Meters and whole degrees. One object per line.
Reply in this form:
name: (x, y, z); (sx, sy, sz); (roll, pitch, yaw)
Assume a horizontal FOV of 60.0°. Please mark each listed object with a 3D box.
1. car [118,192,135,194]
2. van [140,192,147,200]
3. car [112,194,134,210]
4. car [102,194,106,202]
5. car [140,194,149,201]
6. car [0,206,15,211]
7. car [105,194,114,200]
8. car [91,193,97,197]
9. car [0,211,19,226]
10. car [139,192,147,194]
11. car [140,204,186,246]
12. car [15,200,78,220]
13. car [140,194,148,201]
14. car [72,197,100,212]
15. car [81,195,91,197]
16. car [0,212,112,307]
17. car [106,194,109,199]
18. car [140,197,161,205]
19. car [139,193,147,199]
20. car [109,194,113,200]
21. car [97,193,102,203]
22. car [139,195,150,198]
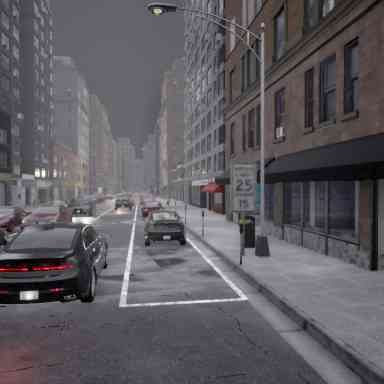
car: (-9.602, 1.089, 48.943); (2.097, 1.767, 4.553); (0, 0, -9)
van: (-11.925, 0.973, 81.803); (1.690, 1.788, 3.998); (-1, 0, -9)
car: (-7.923, 1.287, 38.696); (1.837, 1.490, 4.892); (0, 0, -9)
car: (-16.802, 1.032, 58.103); (2.192, 1.841, 5.009); (-1, 0, -9)
car: (-10.150, 1.226, 70.619); (1.947, 1.339, 4.313); (-1, 0, -9)
car: (-10.597, 1.488, 18.958); (1.802, 1.307, 4.206); (-1, 0, -9)
car: (-21.229, 1.191, 86.070); (1.887, 1.381, 4.507); (-1, 0, -9)
car: (-15.029, 1.198, 46.919); (1.967, 1.590, 4.097); (-1, 0, -9)
car: (-6.332, 1.476, 8.460); (1.837, 1.490, 4.892); (0, 0, -9)
car: (-7.494, 1.151, 53.840); (1.967, 1.590, 4.097); (-1, 0, -9)
car: (-1.291, 1.469, 14.696); (2.008, 1.369, 4.403); (-1, 0, -9)
car: (-7.927, 1.430, 18.549); (1.812, 1.442, 4.674); (0, 0, -9)
car: (-11.036, 1.211, 76.210); (1.947, 1.339, 4.313); (-1, 0, -9)
car: (-9.585, 1.403, 29.078); (1.994, 1.385, 4.181); (0, 0, -9)
car: (-14.141, 1.348, 41.327); (1.947, 1.339, 4.313); (-1, 0, -9)
car: (-3.116, 1.473, 7.980); (1.837, 1.490, 4.892); (0, 0, -9)
car: (-17.687, 1.141, 63.698); (1.967, 1.590, 4.097); (-1, 0, -9)
car: (-3.063, 1.391, 25.881); (1.887, 1.381, 4.507); (-1, 0, -9)
car: (-13.695, 1.052, 92.987); (1.967, 1.590, 4.097); (-1, 0, -9)
car: (-20.343, 1.202, 80.477); (1.887, 1.381, 4.507); (-1, 0, -9)
car: (-15.915, 1.176, 52.512); (1.967, 1.590, 4.097); (-1, 0, -9)
car: (-4.835, 1.329, 37.065); (1.887, 1.381, 4.507); (-1, 0, -9)
